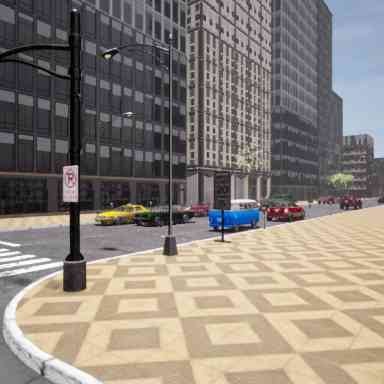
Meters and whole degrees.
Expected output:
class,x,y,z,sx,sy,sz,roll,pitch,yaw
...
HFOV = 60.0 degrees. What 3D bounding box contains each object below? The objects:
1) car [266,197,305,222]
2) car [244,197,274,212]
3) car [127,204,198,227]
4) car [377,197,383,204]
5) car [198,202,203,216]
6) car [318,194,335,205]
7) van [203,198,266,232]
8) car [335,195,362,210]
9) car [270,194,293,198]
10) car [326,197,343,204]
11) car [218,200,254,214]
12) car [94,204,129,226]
class,x,y,z,sx,sy,sz,roll,pitch,yaw
car,7.652,1.472,26.862,1.967,1.590,4.097,0,0,38
car,8.232,1.471,40.486,1.967,1.590,4.097,0,0,38
car,-1.971,1.620,23.274,1.895,1.301,4.718,0,0,38
car,38.301,1.658,66.460,1.947,1.339,4.313,0,0,38
car,1.421,1.603,31.686,1.802,1.307,4.206,0,0,38
car,25.260,1.380,62.485,2.192,1.841,5.009,0,0,38
van,2.672,1.368,20.247,1.690,1.788,3.998,0,0,38
car,21.274,1.368,44.462,2.192,1.841,5.009,0,0,38
car,10.275,1.259,39.060,2.150,2.045,5.566,0,0,38
car,28.665,1.624,66.884,2.008,1.369,4.403,0,0,38
car,4.827,1.570,36.086,1.887,1.381,4.507,0,0,38
car,-4.708,1.540,23.980,1.752,1.417,4.829,0,0,38
